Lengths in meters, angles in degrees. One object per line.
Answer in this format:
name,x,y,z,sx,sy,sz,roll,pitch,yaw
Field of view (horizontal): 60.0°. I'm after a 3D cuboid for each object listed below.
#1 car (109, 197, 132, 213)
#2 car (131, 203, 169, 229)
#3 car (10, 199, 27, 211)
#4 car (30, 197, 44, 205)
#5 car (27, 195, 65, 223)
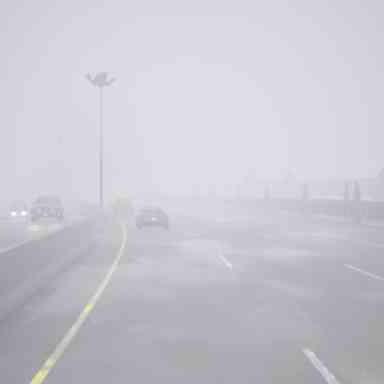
car,-8.166,1.400,38.120,2.097,1.767,4.553,-1,0,-23
car,-2.723,1.579,21.765,1.994,1.385,4.181,0,0,-13
car,-22.639,1.670,43.550,2.128,1.511,4.902,-1,0,-28
car,-29.432,1.766,63.046,1.994,1.385,4.181,-1,0,-29
car,-11.612,1.300,27.059,2.150,2.045,5.566,0,0,-18
